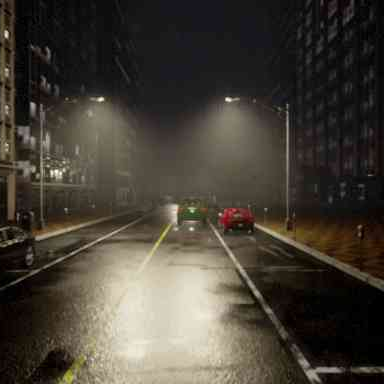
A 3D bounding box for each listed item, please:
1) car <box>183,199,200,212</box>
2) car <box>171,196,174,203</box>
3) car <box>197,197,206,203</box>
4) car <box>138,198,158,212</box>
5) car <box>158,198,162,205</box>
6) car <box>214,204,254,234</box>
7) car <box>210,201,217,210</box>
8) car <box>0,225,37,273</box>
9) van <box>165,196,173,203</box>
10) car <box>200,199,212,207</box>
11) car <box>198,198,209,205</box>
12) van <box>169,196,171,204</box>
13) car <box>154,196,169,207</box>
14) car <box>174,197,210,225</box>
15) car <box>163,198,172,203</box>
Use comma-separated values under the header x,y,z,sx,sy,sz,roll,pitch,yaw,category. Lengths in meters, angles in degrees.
x,y,z,sx,sy,sz,roll,pitch,yaw,category
-0.067,1.781,44.461,2.128,1.511,4.902,0,0,0,car
-5.990,1.807,76.547,2.192,1.841,5.009,-1,0,0,car
2.370,1.962,82.248,1.967,1.590,4.097,-1,0,0,car
-5.858,1.807,42.529,1.752,1.417,4.829,-1,0,0,car
-5.879,1.900,48.339,1.802,1.307,4.206,-1,0,0,car
2.608,1.677,20.179,1.887,1.381,4.507,-1,0,0,car
2.522,1.828,42.749,2.008,1.369,4.403,-1,0,0,car
-5.730,1.614,8.850,2.008,1.369,4.403,-1,0,0,car
-6.033,1.901,87.830,1.690,1.788,3.998,-1,0,0,van
2.457,1.934,59.677,2.008,1.369,4.403,-1,0,0,car
2.414,2.003,70.962,2.008,1.369,4.403,-1,0,0,car
-5.969,1.798,70.905,1.690,1.788,3.998,-1,0,0,van
-5.926,1.703,59.623,2.192,1.841,5.009,-1,0,0,car
0.005,1.392,25.458,2.150,2.045,5.566,0,0,0,car
-6.009,2.077,82.187,2.008,1.369,4.403,-1,0,0,car
